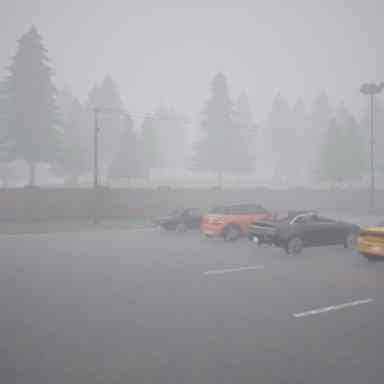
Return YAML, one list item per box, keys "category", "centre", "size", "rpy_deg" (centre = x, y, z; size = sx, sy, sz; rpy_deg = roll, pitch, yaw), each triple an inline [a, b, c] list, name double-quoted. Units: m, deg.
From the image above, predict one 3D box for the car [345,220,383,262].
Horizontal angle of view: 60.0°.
- category: "car"
  centre: [7.480, 1.456, 10.539]
  size: [5.008, 1.535, 1.882]
  rpy_deg: [0, 0, -26]

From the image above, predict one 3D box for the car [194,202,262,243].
- category: "car"
  centre: [2.746, 1.331, 16.029]
  size: [4.553, 1.767, 2.097]
  rpy_deg: [0, 0, -26]

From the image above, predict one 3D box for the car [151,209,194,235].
- category: "car"
  centre: [0.232, 1.581, 18.702]
  size: [4.718, 1.301, 1.895]
  rpy_deg: [0, 0, -26]

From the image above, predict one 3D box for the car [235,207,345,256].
- category: "car"
  centre: [4.447, 1.472, 12.962]
  size: [4.902, 1.511, 2.128]
  rpy_deg: [0, 0, -26]
